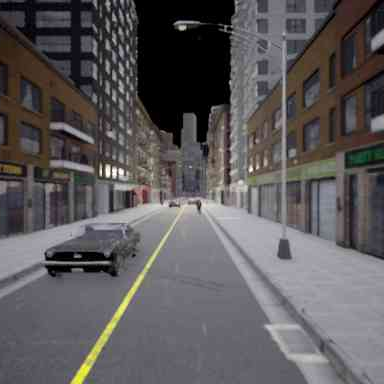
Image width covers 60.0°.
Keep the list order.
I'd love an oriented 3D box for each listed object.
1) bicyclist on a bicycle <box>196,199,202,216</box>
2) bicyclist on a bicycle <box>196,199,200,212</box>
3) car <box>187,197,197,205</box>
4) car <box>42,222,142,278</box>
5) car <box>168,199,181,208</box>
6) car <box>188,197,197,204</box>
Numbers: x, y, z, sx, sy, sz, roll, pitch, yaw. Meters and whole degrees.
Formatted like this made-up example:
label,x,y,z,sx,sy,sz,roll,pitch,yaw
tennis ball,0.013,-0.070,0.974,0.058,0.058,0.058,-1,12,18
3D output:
label,x,y,z,sx,sy,sz,roll,pitch,yaw
bicyclist on a bicycle,0.778,1.655,33.937,0.582,1.620,1.656,0,-1,0
bicyclist on a bicycle,0.783,1.712,42.933,0.582,1.620,1.656,0,-1,0
car,0.045,1.980,69.523,2.033,1.411,5.357,0,0,0
car,-2.844,1.662,10.481,1.895,1.301,4.718,0,0,0
car,-2.768,1.876,53.527,2.033,1.411,5.357,0,0,1
car,0.053,2.028,80.368,2.128,1.511,4.902,0,0,0
